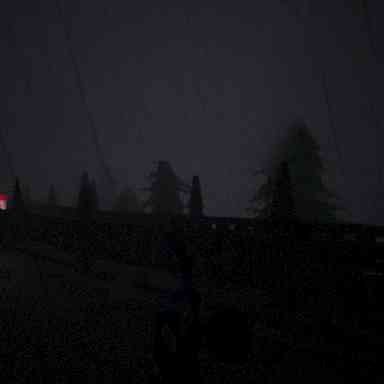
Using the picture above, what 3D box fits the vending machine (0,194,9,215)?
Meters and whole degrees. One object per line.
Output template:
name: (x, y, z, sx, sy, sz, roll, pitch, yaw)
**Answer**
vending machine: (-19.545, 1.253, 34.400, 1.100, 2.100, 0.880, 0, 0, -27)
